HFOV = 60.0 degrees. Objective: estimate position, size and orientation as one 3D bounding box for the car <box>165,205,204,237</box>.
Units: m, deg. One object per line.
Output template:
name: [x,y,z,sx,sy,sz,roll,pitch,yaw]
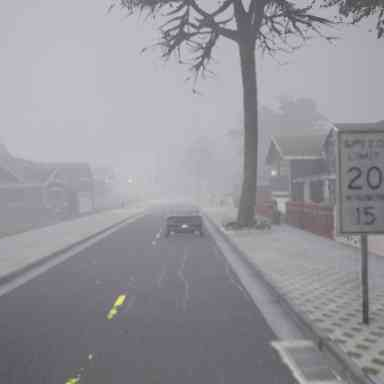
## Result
car: [-0.406,1.444,17.978,1.882,1.535,5.008,-1,0,-1]
